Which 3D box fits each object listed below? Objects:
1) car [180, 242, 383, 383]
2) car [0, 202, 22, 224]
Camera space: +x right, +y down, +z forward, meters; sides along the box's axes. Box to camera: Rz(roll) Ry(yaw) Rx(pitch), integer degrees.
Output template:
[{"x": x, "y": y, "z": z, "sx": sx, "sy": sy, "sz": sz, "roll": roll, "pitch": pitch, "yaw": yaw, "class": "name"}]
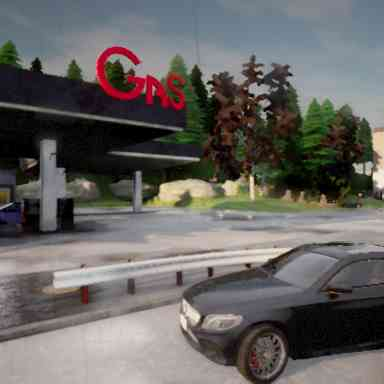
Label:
[{"x": 2.155, "y": 1.538, "z": 5.109, "sx": 4.674, "sy": 1.442, "sz": 1.812, "roll": 0, "pitch": -1, "yaw": -13, "class": "car"}, {"x": -11.237, "y": 1.388, "z": 21.057, "sx": 3.633, "sy": 1.501, "sz": 1.845, "roll": 0, "pitch": 0, "yaw": -37, "class": "car"}]
